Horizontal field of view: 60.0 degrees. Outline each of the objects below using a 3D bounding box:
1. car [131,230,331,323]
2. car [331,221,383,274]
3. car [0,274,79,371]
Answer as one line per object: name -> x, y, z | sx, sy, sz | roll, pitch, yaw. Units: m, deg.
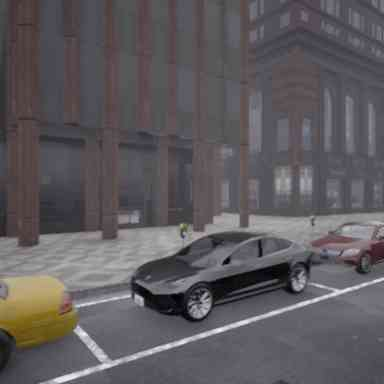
car -> 0.828, 1.571, 7.240 | 4.313, 1.339, 1.947 | 0, 0, -36
car -> 5.417, 1.594, 10.514 | 4.206, 1.307, 1.802 | 0, 0, -36
car -> -3.899, 1.525, 3.868 | 4.829, 1.417, 1.752 | 0, 0, -35
